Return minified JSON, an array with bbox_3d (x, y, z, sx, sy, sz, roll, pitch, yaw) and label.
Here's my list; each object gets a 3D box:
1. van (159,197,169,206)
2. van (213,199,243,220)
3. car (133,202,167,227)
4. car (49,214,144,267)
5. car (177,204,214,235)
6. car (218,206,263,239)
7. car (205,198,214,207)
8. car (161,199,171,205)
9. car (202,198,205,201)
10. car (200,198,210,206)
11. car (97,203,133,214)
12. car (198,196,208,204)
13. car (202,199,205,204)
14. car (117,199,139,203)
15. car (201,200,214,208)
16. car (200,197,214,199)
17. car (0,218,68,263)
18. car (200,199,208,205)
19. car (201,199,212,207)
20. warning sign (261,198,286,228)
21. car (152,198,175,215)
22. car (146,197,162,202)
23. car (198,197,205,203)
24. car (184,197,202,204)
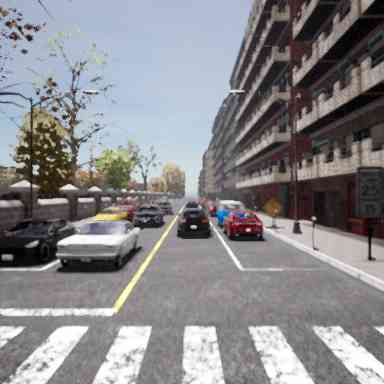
[{"bbox_3d":[-5.737,1.928,68.747,1.690,1.788,3.998,0,-1,0],"label":"van"},{"bbox_3d":[2.677,1.529,23.714,1.690,1.788,3.998,0,0,0],"label":"van"},{"bbox_3d":[-3.112,1.700,24.358,1.837,1.490,4.892,0,-1,0],"label":"car"},{"bbox_3d":[-3.108,1.695,11.936,1.895,1.301,4.718,0,0,0],"label":"car"},{"bbox_3d":[0.098,1.681,19.680,1.812,1.442,4.674,0,0,0],"label":"car"},{"bbox_3d":[2.680,1.687,18.082,1.887,1.381,4.507,0,0,0],"label":"car"},{"bbox_3d":[2.668,1.722,34.974,1.967,1.590,4.097,0,0,0],"label":"car"},{"bbox_3d":[-5.742,2.192,74.375,2.008,1.369,4.403,0,-1,0],"label":"car"},{"bbox_3d":[2.659,1.925,46.232,1.887,1.381,4.507,0,-1,0],"label":"car"},{"bbox_3d":[2.643,2.026,68.752,1.967,1.590,4.097,0,-1,0],"label":"car"},{"bbox_3d":[-5.704,1.713,23.537,1.752,1.417,4.829,0,0,0],"label":"car"},{"bbox_3d":[2.635,2.012,80.013,2.192,1.841,5.009,0,-1,0],"label":"car"},{"bbox_3d":[2.663,1.882,40.603,2.008,1.369,4.403,0,-1,0],"label":"car"},{"bbox_3d":[-5.708,1.551,29.339,2.192,1.841,5.009,0,0,0],"label":"car"},{"bbox_3d":[2.651,2.031,57.493,2.008,1.369,4.403,0,-1,0],"label":"car"},{"bbox_3d":[2.656,1.745,51.864,2.192,1.841,5.009,0,-1,0],"label":"car"},{"bbox_3d":[-5.696,1.664,12.446,1.947,1.339,4.313,0,0,0],"label":"car"},{"bbox_3d":[2.639,2.222,74.382,1.802,1.307,4.206,0,-1,0],"label":"car"},{"bbox_3d":[2.647,2.078,63.122,1.887,1.381,4.507,0,-1,0],"label":"car"},{"bbox_3d":[5.050,1.278,20.731,1.300,1.860,1.060,0,-1,0],"label":"warning sign"},{"bbox_3d":[-3.102,1.806,37.478,1.837,1.490,4.892,0,1,0],"label":"car"},{"bbox_3d":[-5.721,1.821,46.228,1.967,1.590,4.097,0,-1,0],"label":"car"},{"bbox_3d":[2.626,2.251,91.272,1.967,1.590,4.097,0,-1,0],"label":"car"},{"bbox_3d":[-0.003,1.870,44.266,1.837,1.490,4.892,0,0,1],"label":"car"}]
